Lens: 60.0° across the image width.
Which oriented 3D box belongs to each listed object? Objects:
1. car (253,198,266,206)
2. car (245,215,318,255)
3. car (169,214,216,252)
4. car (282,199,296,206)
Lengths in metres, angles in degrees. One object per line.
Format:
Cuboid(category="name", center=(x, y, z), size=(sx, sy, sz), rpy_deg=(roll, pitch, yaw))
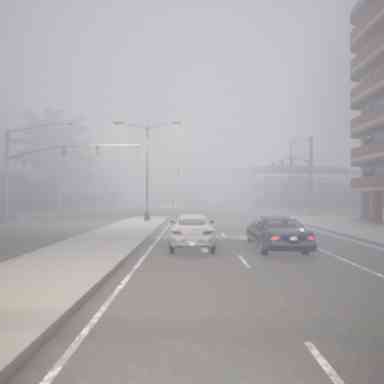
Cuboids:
Cuboid(category="car", center=(13.256, 1.908, 64.857), size=(2.242, 1.667, 4.611), rpy_deg=(0, -1, 0))
Cuboid(category="car", center=(3.511, 1.681, 13.992), size=(2.033, 1.411, 5.357), rpy_deg=(0, -1, 0))
Cuboid(category="car", center=(0.014, 1.663, 14.379), size=(1.812, 1.442, 4.674), rpy_deg=(0, 0, 0))
Cuboid(category="car", center=(19.001, 2.076, 65.614), size=(1.970, 1.475, 3.806), rpy_deg=(0, -1, 0))
